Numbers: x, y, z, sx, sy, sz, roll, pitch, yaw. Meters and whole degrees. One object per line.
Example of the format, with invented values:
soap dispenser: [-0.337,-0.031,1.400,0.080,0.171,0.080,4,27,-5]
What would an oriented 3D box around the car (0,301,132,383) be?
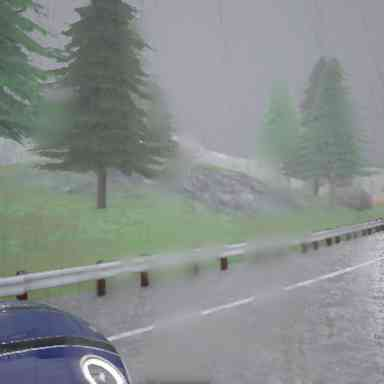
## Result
car: [-2.633,1.360,2.032,4.553,1.767,2.097,0,0,-35]
